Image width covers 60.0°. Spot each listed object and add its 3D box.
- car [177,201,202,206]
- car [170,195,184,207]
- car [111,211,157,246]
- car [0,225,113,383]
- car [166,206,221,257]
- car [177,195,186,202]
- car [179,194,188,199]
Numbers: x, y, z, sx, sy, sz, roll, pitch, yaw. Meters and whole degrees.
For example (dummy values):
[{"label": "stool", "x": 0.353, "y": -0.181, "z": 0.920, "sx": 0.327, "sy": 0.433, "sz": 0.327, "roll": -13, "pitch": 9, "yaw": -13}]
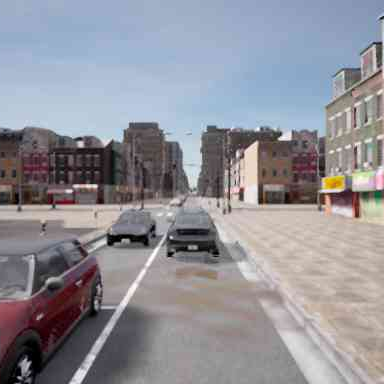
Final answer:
[{"label": "car", "x": 0.043, "y": 1.612, "z": 26.241, "sx": 1.895, "sy": 1.301, "sz": 4.718, "roll": 0, "pitch": 0, "yaw": 1}, {"label": "car", "x": -2.606, "y": 1.581, "z": 52.949, "sx": 1.752, "sy": 1.417, "sz": 4.829, "roll": 0, "pitch": 0, "yaw": 0}, {"label": "car", "x": -2.624, "y": 1.569, "z": 15.349, "sx": 1.947, "sy": 1.339, "sz": 4.313, "roll": 0, "pitch": 0, "yaw": 0}, {"label": "car", "x": -2.628, "y": 1.440, "z": 4.588, "sx": 1.967, "sy": 1.590, "sz": 4.097, "roll": 1, "pitch": 0, "yaw": 0}, {"label": "car", "x": 0.054, "y": 1.508, "z": 13.011, "sx": 1.837, "sy": 1.490, "sz": 4.892, "roll": 0, "pitch": 0, "yaw": 1}, {"label": "car", "x": -2.593, "y": 1.581, "z": 81.145, "sx": 1.967, "sy": 1.590, "sz": 4.097, "roll": 0, "pitch": 0, "yaw": 0}, {"label": "car", "x": -2.596, "y": 1.561, "z": 75.540, "sx": 1.967, "sy": 1.590, "sz": 4.097, "roll": 0, "pitch": 0, "yaw": 0}]
